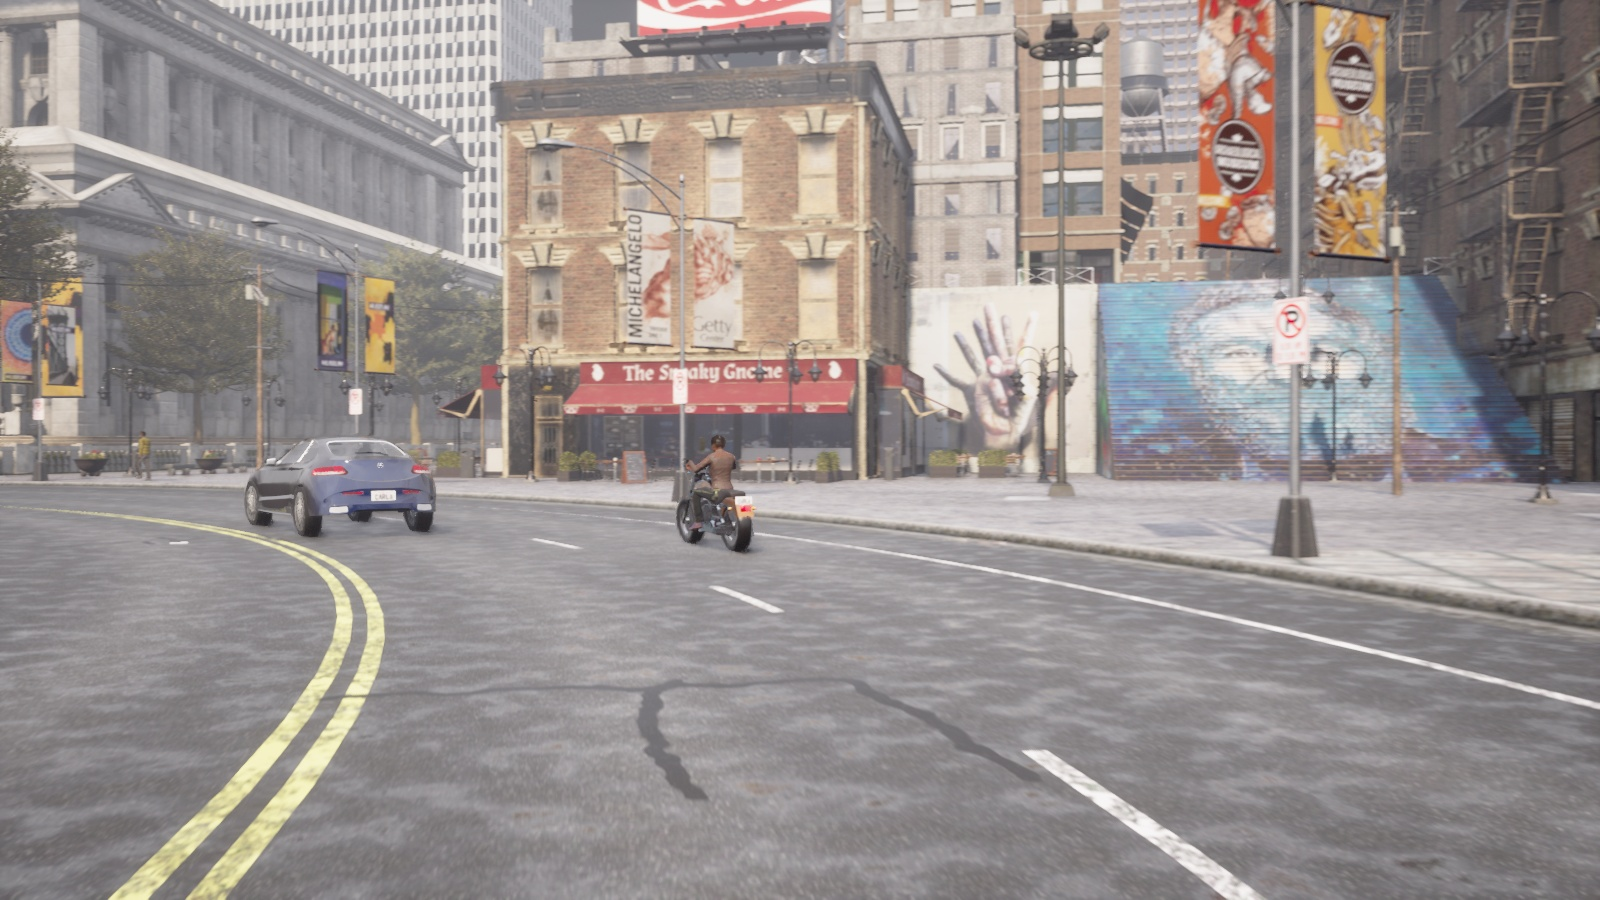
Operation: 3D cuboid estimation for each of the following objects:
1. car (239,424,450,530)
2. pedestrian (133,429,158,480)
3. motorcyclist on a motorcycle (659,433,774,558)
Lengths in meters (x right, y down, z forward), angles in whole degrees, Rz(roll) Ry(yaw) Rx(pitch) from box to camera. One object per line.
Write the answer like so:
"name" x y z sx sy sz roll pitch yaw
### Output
"car" -8.122 0.404 22.069 2.152 1.651 5.027 0 0 -36
"pedestrian" -23.758 0.156 45.555 0.709 1.840 0.431 0 0 18
"motorcyclist on a motorcycle" -1.233 0.597 17.851 0.766 1.649 2.350 0 0 -27
